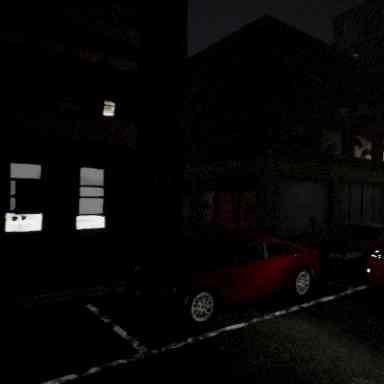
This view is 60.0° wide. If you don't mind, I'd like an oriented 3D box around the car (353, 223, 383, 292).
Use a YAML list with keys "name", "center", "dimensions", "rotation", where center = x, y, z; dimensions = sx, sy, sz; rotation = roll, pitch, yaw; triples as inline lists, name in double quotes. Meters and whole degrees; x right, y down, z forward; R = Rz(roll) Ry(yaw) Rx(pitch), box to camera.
- name: "car"
  center: [6.465, 1.298, 7.989]
  dimensions: [5.566, 2.045, 2.150]
  rotation: [1, 0, -35]

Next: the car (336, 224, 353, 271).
- name: "car"
  center: [5.433, 1.663, 10.421]
  dimensions: [4.206, 1.307, 1.802]
  rotation: [1, 1, -35]

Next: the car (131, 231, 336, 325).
- name: "car"
  center: [0.898, 1.582, 7.187]
  dimensions: [4.507, 1.381, 1.887]
  rotation: [1, 1, -35]
